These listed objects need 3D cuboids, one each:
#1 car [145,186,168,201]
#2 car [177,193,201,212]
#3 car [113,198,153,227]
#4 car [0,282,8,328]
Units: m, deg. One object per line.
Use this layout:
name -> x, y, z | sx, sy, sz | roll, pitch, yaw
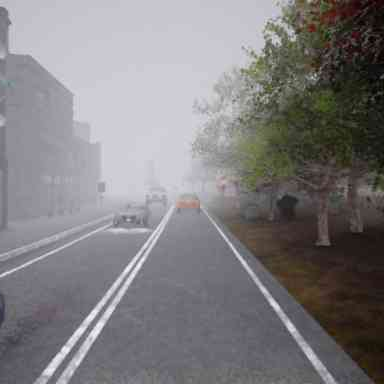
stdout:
car -> -3.755, 0.344, 36.084 | 2.150, 2.045, 5.566 | 0, 1, -1
car -> -0.306, 0.901, 31.622 | 2.097, 1.767, 4.553 | 1, 2, -1
car -> -3.538, 1.324, 20.532 | 1.994, 1.385, 4.181 | 0, 1, -1
car -> -3.572, 1.502, 2.803 | 1.812, 1.442, 4.674 | 0, 1, 5
